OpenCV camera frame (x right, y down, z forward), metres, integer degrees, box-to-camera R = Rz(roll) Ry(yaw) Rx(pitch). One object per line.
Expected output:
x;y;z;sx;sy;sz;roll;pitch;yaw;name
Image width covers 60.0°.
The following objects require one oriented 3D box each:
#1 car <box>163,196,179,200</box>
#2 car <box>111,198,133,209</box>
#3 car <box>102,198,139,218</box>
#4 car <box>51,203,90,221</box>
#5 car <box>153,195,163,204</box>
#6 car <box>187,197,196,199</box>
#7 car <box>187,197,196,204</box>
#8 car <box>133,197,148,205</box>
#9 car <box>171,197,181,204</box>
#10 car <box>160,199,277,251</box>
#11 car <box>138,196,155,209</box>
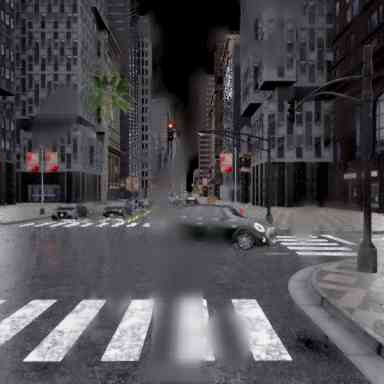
-3.301;1.511;56.218;2.097;1.767;4.553;0;0;0;car
-9.977;1.645;47.645;2.033;1.411;5.357;0;0;0;car
-6.669;1.569;30.700;2.033;1.411;5.357;0;0;2;car
-9.923;1.578;27.359;1.994;1.385;4.181;0;0;0;car
-6.675;1.559;64.804;2.150;2.045;5.566;0;-1;0;car
-0.054;1.644;57.125;1.882;1.535;5.008;0;-1;0;car
-0.122;1.814;70.830;1.812;1.442;4.674;0;-1;0;car
-9.926;1.786;64.825;2.033;1.411;5.357;0;-1;0;car
-3.382;1.848;70.595;1.994;1.385;4.181;0;-1;0;car
1.231;1.353;14.211;4.553;1.767;2.097;0;0;27;car
-6.719;1.651;45.983;1.994;1.385;4.181;0;0;0;car
